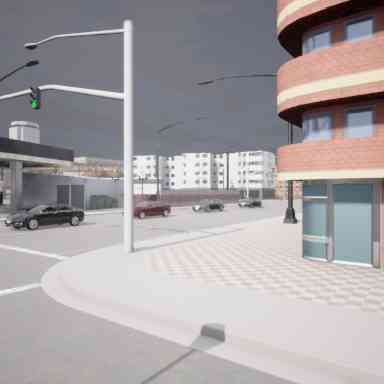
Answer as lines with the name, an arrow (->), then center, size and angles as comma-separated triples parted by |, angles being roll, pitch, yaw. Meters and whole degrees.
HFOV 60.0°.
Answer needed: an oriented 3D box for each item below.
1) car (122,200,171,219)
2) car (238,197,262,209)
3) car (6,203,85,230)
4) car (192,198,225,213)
car -> -3.887, 1.478, 29.021 | 1.882, 1.535, 5.008 | 0, 0, 34
car -> 8.167, 1.491, 46.441 | 2.128, 1.511, 4.902 | 0, 0, 35
car -> -9.211, 1.505, 21.241 | 1.837, 1.490, 4.892 | 0, 0, 34
car -> 1.908, 1.491, 37.417 | 2.128, 1.511, 4.902 | 0, 0, 35
